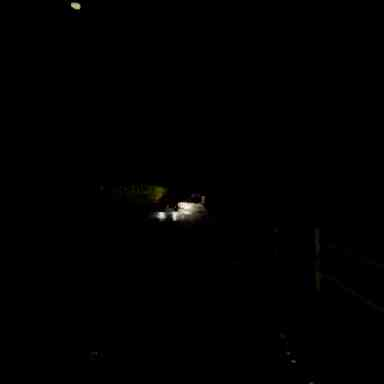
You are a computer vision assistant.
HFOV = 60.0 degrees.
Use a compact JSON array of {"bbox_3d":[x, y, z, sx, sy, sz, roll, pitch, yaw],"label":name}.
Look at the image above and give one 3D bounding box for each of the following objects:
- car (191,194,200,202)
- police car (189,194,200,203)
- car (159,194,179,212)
[{"bbox_3d":[0.896,1.514,83.737,2.150,2.045,5.566,0,0,0],"label":"car"},{"bbox_3d":[0.888,1.661,73.816,1.930,1.638,5.238,0,0,0],"label":"police car"},{"bbox_3d":[-2.805,1.304,40.775,2.150,2.045,5.566,0,0,0],"label":"car"}]
